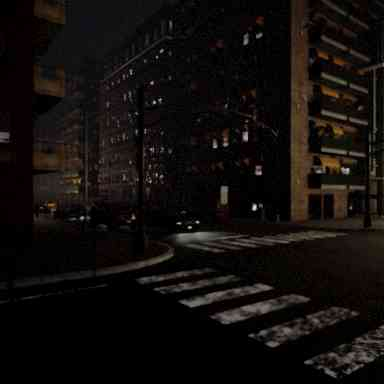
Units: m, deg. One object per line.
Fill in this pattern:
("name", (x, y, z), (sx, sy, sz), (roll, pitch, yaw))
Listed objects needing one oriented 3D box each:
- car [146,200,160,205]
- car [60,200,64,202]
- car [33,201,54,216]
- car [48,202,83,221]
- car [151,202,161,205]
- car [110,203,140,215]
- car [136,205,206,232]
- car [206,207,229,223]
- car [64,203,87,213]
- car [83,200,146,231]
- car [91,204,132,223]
("car", (-5.226, 1.799, 37.508), (2.192, 1.841, 5.009), (-1, 0, -37))
("car", (-25.191, 2.345, 64.290), (1.967, 1.590, 4.097), (-1, 0, -37))
("car", (-18.717, 2.115, 41.202), (1.752, 1.417, 4.829), (-1, 0, -37))
("car", (-12.192, 2.002, 32.388), (2.008, 1.369, 4.403), (-1, 0, -37))
("car", (-1.909, 1.980, 33.032), (1.947, 1.339, 4.313), (-1, 0, -37))
("car", (-8.535, 2.104, 41.982), (2.008, 1.369, 4.403), (-1, 0, -37))
("car", (-1.598, 1.834, 22.740), (2.033, 1.411, 5.357), (0, -1, -34))
("car", (1.404, 1.926, 28.557), (1.802, 1.307, 4.206), (-1, 0, -37))
("car", (-17.260, 2.282, 49.213), (1.895, 1.301, 4.718), (0, -1, -37))
("car", (-5.570, 1.627, 23.441), (2.192, 1.841, 5.009), (-1, 0, -37))
("car", (-7.498, 1.914, 30.651), (1.837, 1.490, 4.892), (0, -1, -37))
